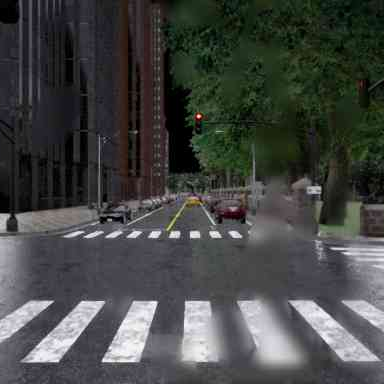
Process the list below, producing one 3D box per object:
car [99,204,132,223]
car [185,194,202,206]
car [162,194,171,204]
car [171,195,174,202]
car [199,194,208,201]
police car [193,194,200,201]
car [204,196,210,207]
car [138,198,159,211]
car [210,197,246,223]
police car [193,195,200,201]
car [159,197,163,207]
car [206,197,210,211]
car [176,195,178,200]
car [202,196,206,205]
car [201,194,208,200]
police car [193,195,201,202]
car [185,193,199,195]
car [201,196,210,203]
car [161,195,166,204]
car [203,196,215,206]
[{"bbox_3d":[-5.689,1.577,25.262,1.947,1.339,4.313,0,0,0],"label":"car"},{"bbox_3d":[0.212,1.522,55.280,1.882,1.535,5.008,0,0,0],"label":"car"},{"bbox_3d":[-5.576,1.635,63.461,1.802,1.307,4.206,0,0,0],"label":"car"},{"bbox_3d":[-5.560,1.375,68.919,2.192,1.841,5.009,0,0,0],"label":"car"},{"bbox_3d":[3.013,1.399,85.268,2.192,1.841,5.009,0,0,0],"label":"car"},{"bbox_3d":[1.171,1.521,92.018,1.930,1.638,5.238,0,0,0],"label":"police car"},{"bbox_3d":[2.884,1.579,41.615,2.008,1.369,4.403,0,0,0],"label":"car"},{"bbox_3d":[-5.641,1.579,41.633,2.008,1.369,4.403,0,0,0],"label":"car"},{"bbox_3d":[2.836,1.326,25.247,2.192,1.841,5.009,0,0,0],"label":"car"},{"bbox_3d":[1.135,1.511,86.018,1.930,1.638,5.238,0,0,0],"label":"police car"},{"bbox_3d":[-5.625,1.617,47.090,1.802,1.307,4.206,0,0,0],"label":"car"},{"bbox_3d":[2.868,1.588,36.159,1.947,1.339,4.313,0,0,0],"label":"car"},{"bbox_3d":[-5.496,1.534,90.747,1.967,1.590,4.097,0,0,0],"label":"car"},{"bbox_3d":[2.900,1.585,47.072,2.008,1.369,4.403,0,0,0],"label":"car"},{"bbox_3d":[2.917,1.481,52.529,1.967,1.590,4.097,0,0,0],"label":"car"},{"bbox_3d":[1.123,1.495,76.018,1.930,1.638,5.238,0,0,0],"label":"police car"},{"bbox_3d":[0.192,1.277,65.406,2.150,2.045,5.566,0,0,0],"label":"car"},{"bbox_3d":[2.981,1.593,74.524,1.752,1.417,4.829,0,0,0],"label":"car"},{"bbox_3d":[-5.609,1.623,52.547,1.802,1.307,4.206,0,0,0],"label":"car"},{"bbox_3d":[2.933,1.487,57.985,1.967,1.590,4.097,0,0,0],"label":"car"}]
